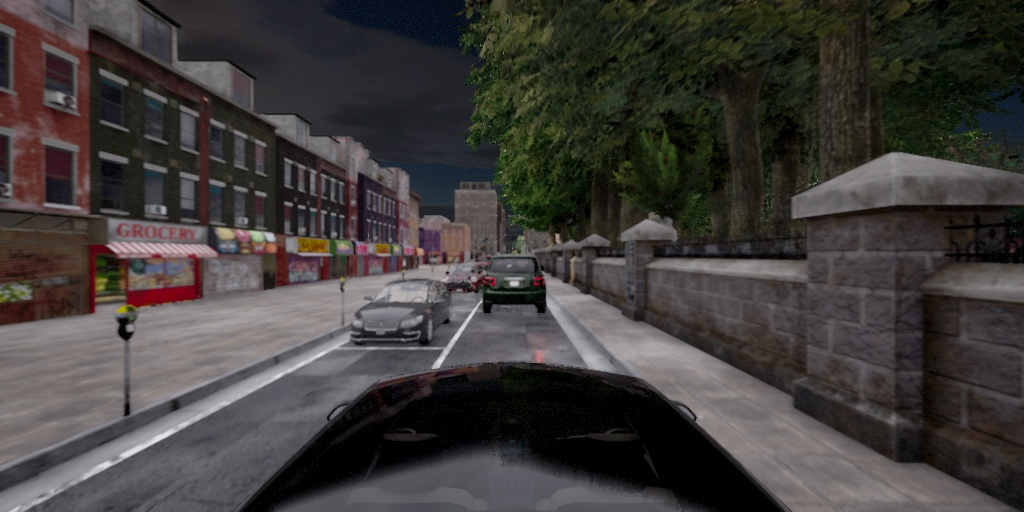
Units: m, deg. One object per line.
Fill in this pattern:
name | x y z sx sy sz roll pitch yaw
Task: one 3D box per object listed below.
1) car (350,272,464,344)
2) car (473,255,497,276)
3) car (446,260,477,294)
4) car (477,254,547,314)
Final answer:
car | -2.648 1.299 9.408 2.007 1.370 4.403 0 0 0
car | -2.737 0.968 38.168 2.150 2.045 5.566 0 0 0
car | -2.642 1.186 19.947 1.967 1.591 4.097 0 0 0
car | 0.088 0.967 13.877 2.150 2.045 5.566 0 0 0
